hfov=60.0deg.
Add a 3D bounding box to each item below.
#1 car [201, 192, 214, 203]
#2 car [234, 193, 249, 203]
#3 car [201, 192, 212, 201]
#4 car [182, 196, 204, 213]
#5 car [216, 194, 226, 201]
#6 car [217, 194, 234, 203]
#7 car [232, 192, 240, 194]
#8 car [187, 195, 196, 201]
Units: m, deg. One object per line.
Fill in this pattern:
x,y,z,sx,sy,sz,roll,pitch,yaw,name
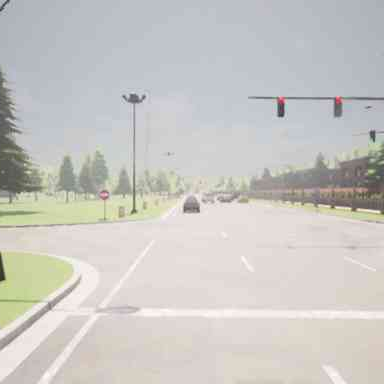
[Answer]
3.402,1.244,68.257,2.150,2.045,5.566,0,0,0,car
10.403,1.500,68.237,1.882,1.535,5.008,0,0,0,car
3.388,1.084,78.677,2.150,2.045,5.566,0,0,0,car
-0.054,1.504,37.609,2.128,1.511,4.902,0,0,0,car
6.888,1.336,78.652,1.882,1.535,5.008,0,0,0,car
6.902,1.587,68.649,1.994,1.385,4.181,0,0,0,car
10.388,1.083,78.687,2.150,2.045,5.566,0,0,0,car
-0.112,1.398,78.642,2.033,1.411,5.357,0,0,0,car
